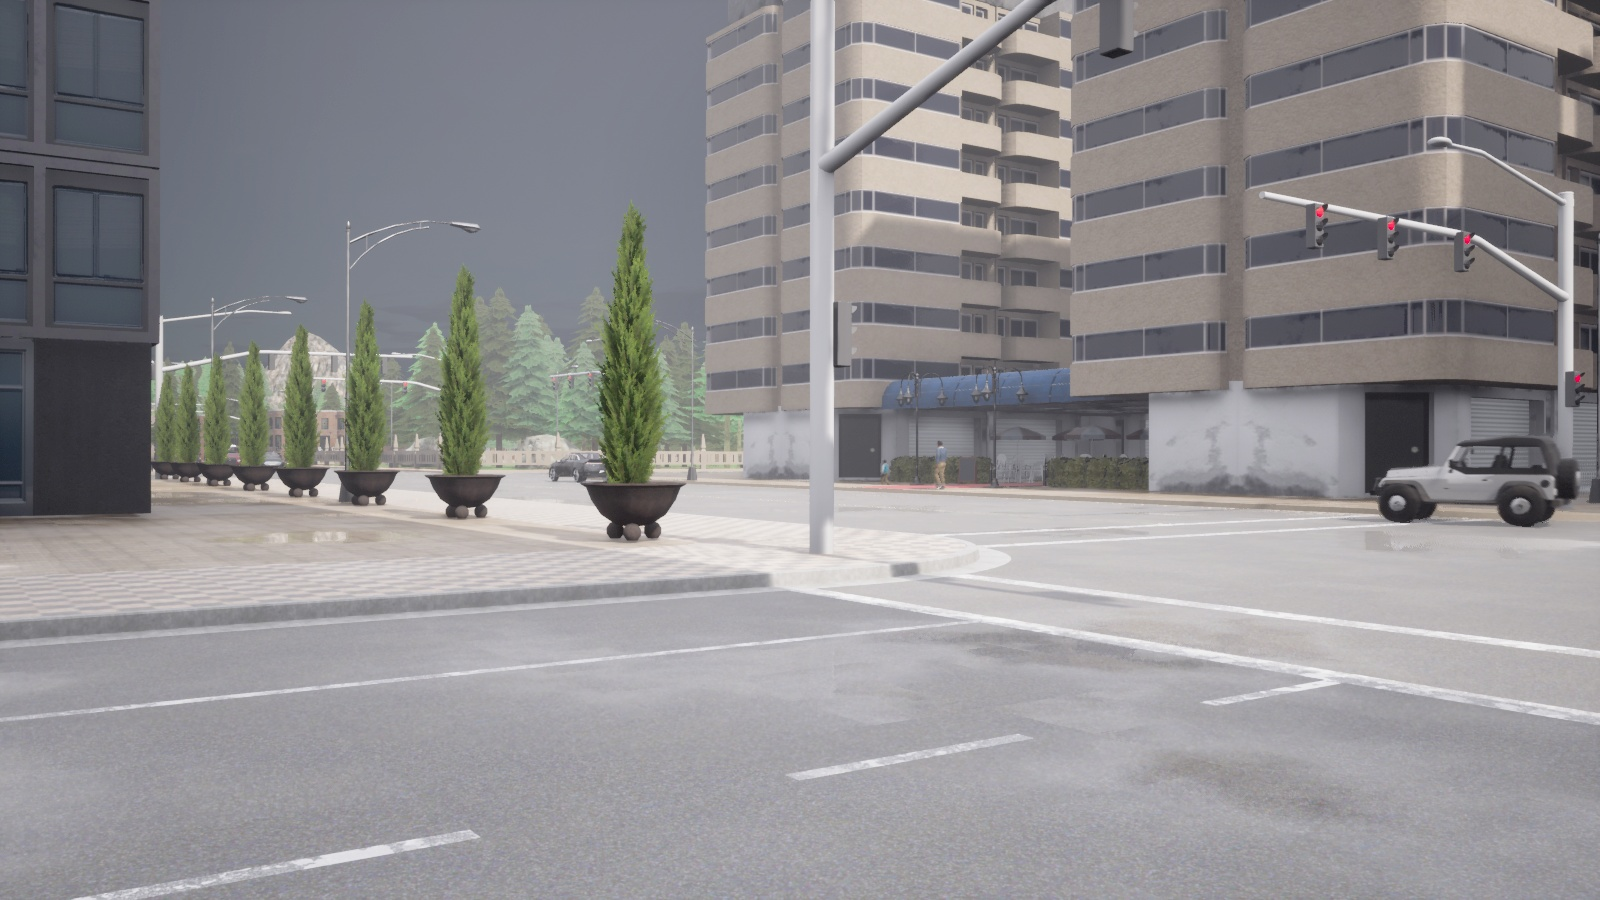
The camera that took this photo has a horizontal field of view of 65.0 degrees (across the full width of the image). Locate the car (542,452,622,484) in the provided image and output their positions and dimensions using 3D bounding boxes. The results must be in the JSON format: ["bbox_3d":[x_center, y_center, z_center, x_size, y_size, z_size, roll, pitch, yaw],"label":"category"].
[{"bbox_3d":[-11.100,0.880,63.618,2.128,1.511,4.902,0,0,-34],"label":"car"}]

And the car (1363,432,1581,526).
[{"bbox_3d":[14.449,0.576,27.078,3.866,1.878,1.905,0,0,39],"label":"car"}]

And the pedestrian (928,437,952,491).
[{"bbox_3d":[5.126,0.505,45.950,0.423,1.949,0.788,0,0,-36],"label":"pedestrian"}]

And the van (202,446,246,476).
[{"bbox_3d":[-40.309,0.769,87.841,2.069,2.038,4.480,0,0,-34],"label":"van"}]
